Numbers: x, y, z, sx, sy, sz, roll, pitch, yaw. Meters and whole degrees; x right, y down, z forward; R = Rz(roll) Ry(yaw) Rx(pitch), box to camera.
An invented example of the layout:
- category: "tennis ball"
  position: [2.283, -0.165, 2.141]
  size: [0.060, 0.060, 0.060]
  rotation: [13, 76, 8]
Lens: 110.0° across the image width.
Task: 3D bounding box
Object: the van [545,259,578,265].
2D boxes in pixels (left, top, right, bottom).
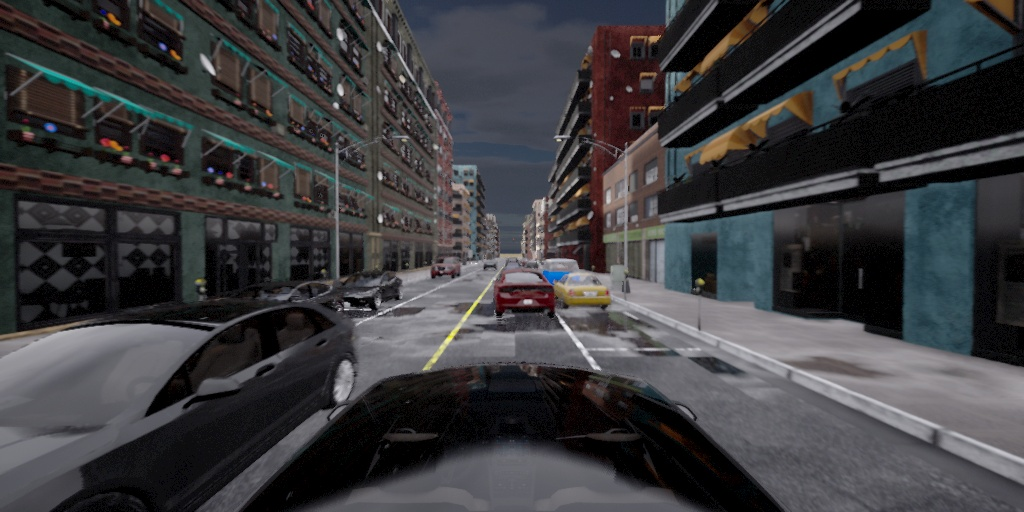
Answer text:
- category: "van"
  position: [2.692, 1.050, 20.091]
  size: [1.690, 1.789, 3.998]
  rotation: [0, 0, 0]

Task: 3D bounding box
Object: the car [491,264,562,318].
- category: "car"
  position: [0.311, 1.202, 13.030]
  size: [1.882, 1.535, 5.008]
  rotation: [0, 0, -4]

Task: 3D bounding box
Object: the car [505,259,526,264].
- category: "car"
  position: [0.103, 1.241, 36.806]
  size: [1.994, 1.385, 4.181]
  rotation: [0, 0, 0]

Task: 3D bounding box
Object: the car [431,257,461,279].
- category: "car"
  position: [-5.688, 1.001, 31.465]
  size: [2.192, 1.841, 5.009]
  rotation: [0, 0, 0]

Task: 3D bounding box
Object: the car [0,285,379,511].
- category: "car"
  position: [-3.099, 1.251, 3.304]
  size: [1.837, 1.490, 4.892]
  rotation: [0, 0, 0]

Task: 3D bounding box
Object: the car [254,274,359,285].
- category: "car"
  position: [-5.690, 1.299, 8.727]
  size: [1.948, 1.339, 4.313]
  rotation: [0, 0, 0]

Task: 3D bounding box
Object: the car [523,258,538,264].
- category: "car"
  position: [2.694, 1.207, 48.514]
  size: [2.007, 1.370, 4.403]
  rotation: [0, 0, 0]

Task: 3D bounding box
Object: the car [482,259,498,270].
- category: "car"
  position: [-2.998, 1.171, 50.349]
  size: [1.837, 1.490, 4.892]
  rotation: [0, 0, 0]

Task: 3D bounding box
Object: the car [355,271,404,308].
- category: "car"
  position: [-5.690, 1.287, 14.411]
  size: [1.948, 1.339, 4.313]
  rotation: [0, 0, 0]

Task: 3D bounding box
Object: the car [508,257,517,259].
- category: "car"
  position: [0.104, 1.000, 54.421]
  size: [2.097, 1.767, 4.553]
  rotation: [0, 0, 0]

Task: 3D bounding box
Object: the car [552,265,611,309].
- category: "car"
  position: [2.691, 1.246, 14.576]
  size: [1.751, 1.417, 4.829]
  rotation: [0, 0, 0]
